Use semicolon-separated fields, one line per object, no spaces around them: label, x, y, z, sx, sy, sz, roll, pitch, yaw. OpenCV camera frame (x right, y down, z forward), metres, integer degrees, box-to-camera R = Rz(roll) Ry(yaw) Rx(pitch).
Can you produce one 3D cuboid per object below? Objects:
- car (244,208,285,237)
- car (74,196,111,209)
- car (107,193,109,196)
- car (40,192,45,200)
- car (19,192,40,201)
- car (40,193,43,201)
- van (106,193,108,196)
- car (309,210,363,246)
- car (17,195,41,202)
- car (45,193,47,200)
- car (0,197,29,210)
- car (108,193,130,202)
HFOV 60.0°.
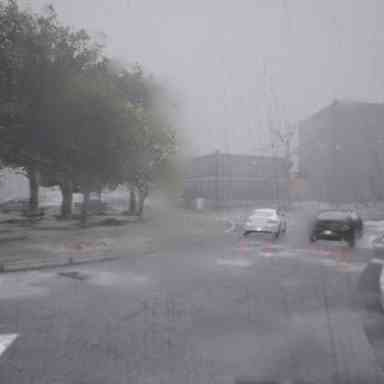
car;4.179;1.644;18.845;1.812;1.442;4.674;1;0;21
car;-14.376;1.689;47.287;4.674;1.442;1.812;0;-1;2
car;-17.579;1.498;80.640;4.553;1.767;2.185;0;0;-17
car;-38.211;1.301;79.076;4.553;1.767;2.185;0;0;-17
car;-35.735;1.352;71.179;4.553;1.767;2.185;0;0;-17
car;-36.598;1.463;73.804;5.008;1.535;2.097;0;0;-17
van;-18.587;1.379;83.370;4.442;1.987;1.878;0;0;-17
car;7.141;1.600;16.321;1.882;1.535;5.008;0;-1;32
car;-37.415;1.485;76.436;4.674;1.452;2.002;0;0;-17
car;-39.075;1.406;81.700;4.892;1.521;2.231;0;0;-17
car;-22.535;1.649;42.236;4.181;1.385;1.994;1;-1;-23
car;-16.016;1.674;75.434;4.792;1.488;2.163;0;0;-17
